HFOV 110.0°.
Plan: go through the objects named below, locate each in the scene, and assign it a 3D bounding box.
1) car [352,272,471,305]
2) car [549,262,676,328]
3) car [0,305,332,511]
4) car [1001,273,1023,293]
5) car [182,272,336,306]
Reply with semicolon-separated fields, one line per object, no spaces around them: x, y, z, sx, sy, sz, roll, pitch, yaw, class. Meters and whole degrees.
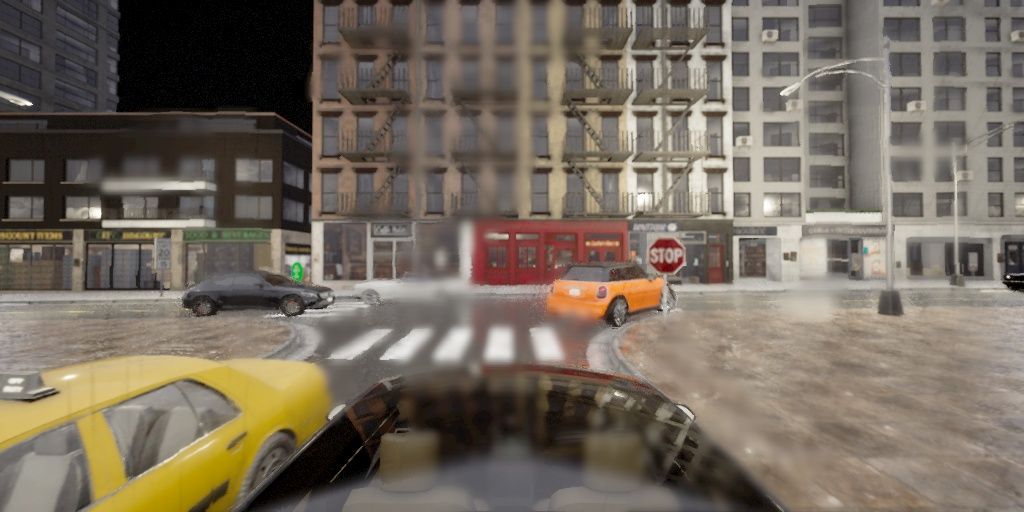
-4.208;1.341;15.351;4.718;1.301;1.895;-1;-1;0;car
3.227;0.958;11.150;4.553;1.767;2.097;-1;1;-44;car
-2.636;1.275;1.558;1.751;1.417;4.829;0;0;0;car
24.454;1.006;15.408;4.718;1.301;1.895;0;-1;0;car
-8.622;1.283;12.393;4.674;1.442;1.812;-1;-1;0;car
